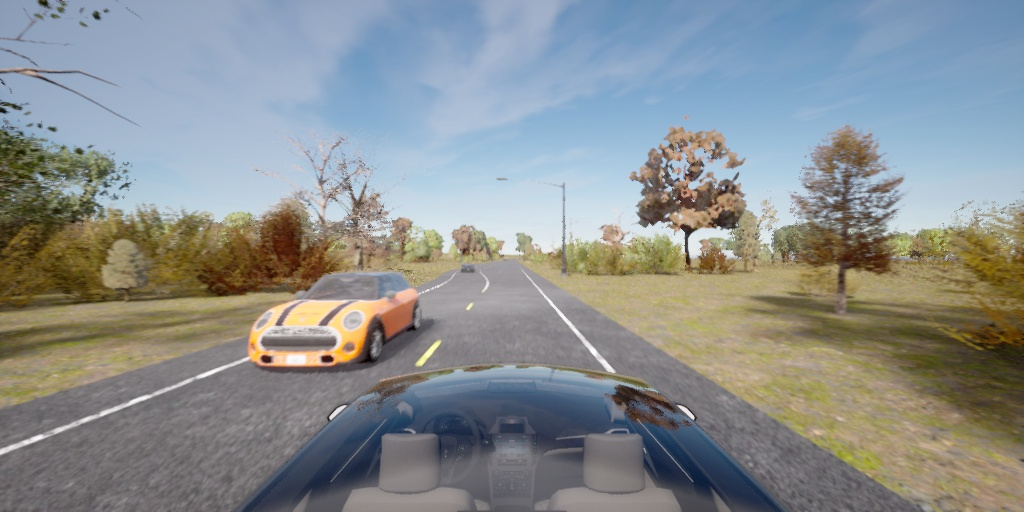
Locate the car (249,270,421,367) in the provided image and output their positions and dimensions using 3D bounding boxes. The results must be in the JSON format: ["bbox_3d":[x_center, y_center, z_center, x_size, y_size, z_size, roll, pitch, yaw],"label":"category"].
[{"bbox_3d":[-3.606,1.153,8.233,2.097,1.767,4.553,0,0,0],"label":"car"}]

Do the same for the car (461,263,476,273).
[{"bbox_3d":[-6.127,1.647,50.206,1.994,1.385,4.181,0,0,-6],"label":"car"}]
